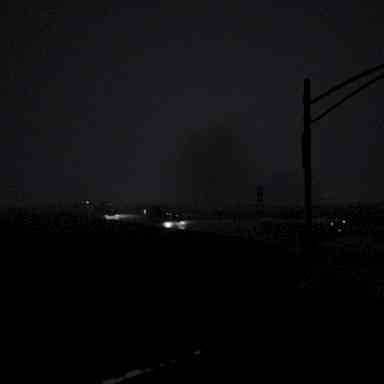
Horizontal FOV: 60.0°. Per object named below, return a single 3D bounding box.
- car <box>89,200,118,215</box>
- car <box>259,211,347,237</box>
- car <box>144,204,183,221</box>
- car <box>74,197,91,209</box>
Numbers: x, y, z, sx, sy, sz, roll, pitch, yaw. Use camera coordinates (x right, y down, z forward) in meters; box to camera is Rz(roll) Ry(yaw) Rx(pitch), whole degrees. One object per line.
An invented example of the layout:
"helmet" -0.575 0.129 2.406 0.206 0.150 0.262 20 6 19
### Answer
"car" -11.191 2.073 43.106 2.128 1.511 4.902 -1 0 -36
"car" 6.367 1.771 19.374 1.895 1.301 4.718 -1 0 -42
"car" -2.788 1.890 31.368 1.837 1.490 4.892 -1 0 -36
"car" -20.415 2.027 62.263 2.150 2.045 5.566 -1 0 -36
